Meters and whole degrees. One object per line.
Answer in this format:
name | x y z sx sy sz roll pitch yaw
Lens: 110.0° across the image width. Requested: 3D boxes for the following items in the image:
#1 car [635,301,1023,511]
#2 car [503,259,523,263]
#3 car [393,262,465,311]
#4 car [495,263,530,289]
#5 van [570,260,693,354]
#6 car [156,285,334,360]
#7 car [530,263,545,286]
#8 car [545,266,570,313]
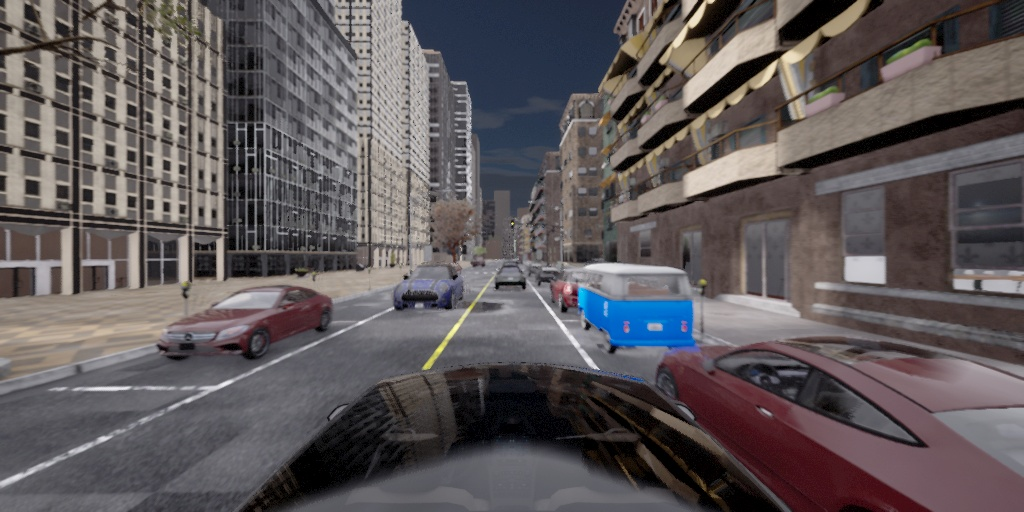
car | 2.687 1.320 2.955 1.802 1.307 4.207 0 0 -1
car | -0.195 1.282 35.258 1.837 1.490 4.892 0 0 -1
car | -3.201 1.126 14.583 2.097 1.767 4.553 0 0 0
car | -0.102 1.328 23.399 1.994 1.385 4.181 0 0 -1
van | 2.637 1.083 8.486 1.690 1.789 3.998 0 0 -1
car | -5.743 1.363 8.411 1.802 1.307 4.207 0 0 -1
car | 2.486 1.306 25.084 2.007 1.370 4.403 0 0 -1
car | 2.586 1.186 14.019 1.967 1.591 4.097 0 0 -1
